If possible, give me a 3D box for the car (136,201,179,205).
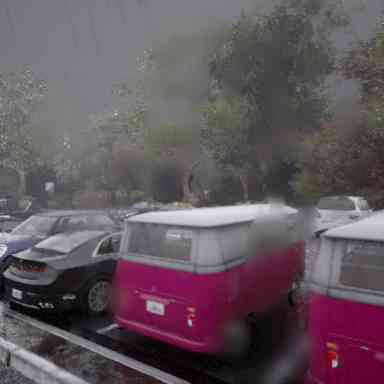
[{"bbox_3d":[-1.290,1.445,23.290,1.946,1.575,5.366,0,0,35],"label":"car"}]

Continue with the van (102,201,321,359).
[{"bbox_3d":[0.770,1.260,6.147,1.878,1.987,4.442,0,0,35],"label":"van"}]

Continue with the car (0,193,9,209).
[{"bbox_3d":[-26.188,1.093,41.184,2.435,2.045,5.566,0,0,35],"label":"car"}]

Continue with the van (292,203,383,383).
[{"bbox_3d":[3.055,1.269,4.523,1.878,1.987,4.442,0,0,35],"label":"van"}]

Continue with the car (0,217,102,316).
[{"bbox_3d":[-1.587,1.477,7.672,2.231,1.521,4.892,0,0,35],"label":"car"}]

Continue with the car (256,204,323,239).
[{"bbox_3d":[5.588,1.506,18.592,2.163,1.488,4.792,0,0,35],"label":"car"}]

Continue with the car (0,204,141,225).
[{"bbox_3d":[-3.849,1.341,9.327,2.185,1.767,4.553,0,0,35],"label":"car"}]

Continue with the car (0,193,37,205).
[{"bbox_3d":[-8.453,1.196,12.527,2.435,2.045,5.566,0,0,35],"label":"car"}]

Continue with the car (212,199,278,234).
[{"bbox_3d":[3.359,1.341,20.250,2.185,1.767,4.553,0,0,35],"label":"car"}]

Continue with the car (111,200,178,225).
[{"bbox_3d":[-3.442,1.440,25.055,2.231,1.521,4.892,0,0,35],"label":"car"}]

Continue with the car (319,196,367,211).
[{"bbox_3d":[7.884,1.234,17.030,2.435,2.045,5.566,0,0,35],"label":"car"}]

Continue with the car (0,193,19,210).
[{"bbox_3d":[-24.018,1.102,39.642,2.435,2.045,5.566,0,0,35],"label":"car"}]
